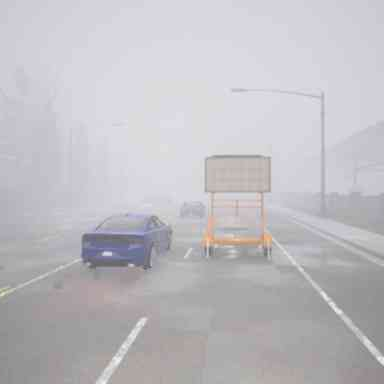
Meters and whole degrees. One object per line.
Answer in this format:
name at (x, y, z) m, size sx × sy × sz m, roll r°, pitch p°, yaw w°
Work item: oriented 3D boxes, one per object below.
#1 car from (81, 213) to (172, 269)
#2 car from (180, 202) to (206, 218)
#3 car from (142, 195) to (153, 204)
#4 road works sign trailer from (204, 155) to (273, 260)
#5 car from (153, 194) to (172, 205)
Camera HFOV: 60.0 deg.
car at (-1.895, 1.441, 11.074) m, size 1.882 × 1.535 × 5.008 m, roll 0°, pitch 0°, yaw 7°
car at (0.186, 1.512, 29.313) m, size 1.895 × 1.301 × 4.718 m, roll 0°, pitch 0°, yaw 7°
car at (-7.643, 1.292, 58.615) m, size 2.128 × 1.511 × 4.902 m, roll 0°, pitch 0°, yaw 2°
road works sign trailer at (1.676, 0.428, 12.368) m, size 2.380 × 3.560 × 2.880 m, roll 0°, pitch 0°, yaw 6°
car at (-4.455, 1.180, 53.778) m, size 2.097 × 1.767 × 4.553 m, roll 0°, pitch 0°, yaw 4°
